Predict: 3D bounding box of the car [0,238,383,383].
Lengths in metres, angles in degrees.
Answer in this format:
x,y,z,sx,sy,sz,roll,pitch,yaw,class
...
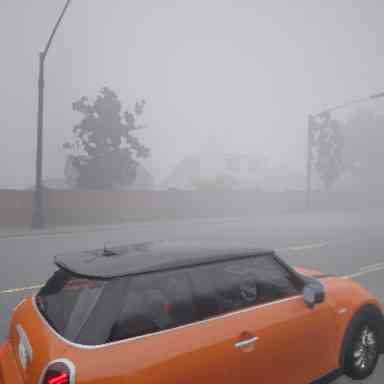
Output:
x,y,z,sx,sy,sz,roll,pitch,yaw,class
0.332,1.356,3.982,4.553,1.767,2.097,0,0,-35,car
